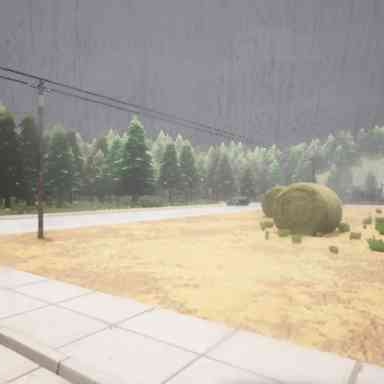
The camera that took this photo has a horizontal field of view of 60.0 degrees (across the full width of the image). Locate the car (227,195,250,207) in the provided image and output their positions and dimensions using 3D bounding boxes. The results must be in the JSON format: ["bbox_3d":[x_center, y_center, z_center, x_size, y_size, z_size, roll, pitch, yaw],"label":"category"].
[{"bbox_3d":[7.352,1.429,52.878,2.097,1.767,4.553,0,0,37],"label":"car"}]
